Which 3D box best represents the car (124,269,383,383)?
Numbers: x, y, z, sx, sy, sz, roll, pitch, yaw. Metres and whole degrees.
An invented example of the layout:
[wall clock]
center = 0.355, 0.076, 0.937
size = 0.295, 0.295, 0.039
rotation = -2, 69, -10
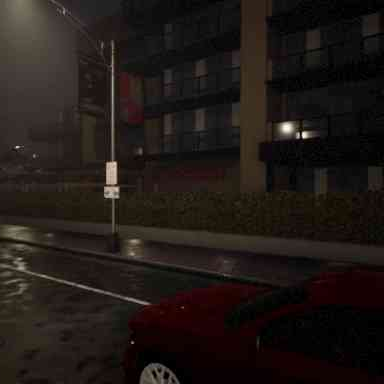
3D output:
[car]
center = 1.563, 1.478, 2.952
size = 5.008, 1.535, 1.882
rotation = 0, 0, 35
